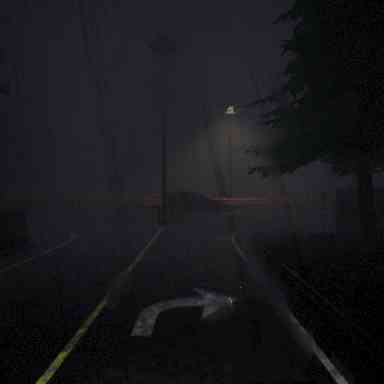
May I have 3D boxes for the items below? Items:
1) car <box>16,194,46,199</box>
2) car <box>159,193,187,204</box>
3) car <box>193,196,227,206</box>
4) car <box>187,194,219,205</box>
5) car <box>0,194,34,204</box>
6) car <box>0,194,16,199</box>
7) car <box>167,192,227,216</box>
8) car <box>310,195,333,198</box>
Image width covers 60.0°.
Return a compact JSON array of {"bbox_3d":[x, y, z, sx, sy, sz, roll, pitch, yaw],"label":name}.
[{"bbox_3d":[-24.300,1.235,50.369,4.181,1.385,1.994,0,0,-1],"label":"car"},{"bbox_3d":[-3.012,0.996,54.201,4.553,1.767,2.097,0,0,-1],"label":"car"},{"bbox_3d":[2.536,1.293,47.285,4.718,1.301,1.895,0,0,-1],"label":"car"},{"bbox_3d":[1.630,1.169,50.772,4.892,1.490,1.837,-1,0,-2],"label":"car"},{"bbox_3d":[-28.596,1.139,53.802,4.902,1.511,2.128,0,0,-1],"label":"car"},{"bbox_3d":[-28.063,1.173,46.798,5.008,1.535,1.882,0,0,-1],"label":"car"},{"bbox_3d":[0.278,1.039,29.556,5.566,2.045,2.150,0,0,-1],"label":"car"},{"bbox_3d":[20.787,1.167,54.556,4.674,1.442,1.812,0,0,-1],"label":"car"}]
